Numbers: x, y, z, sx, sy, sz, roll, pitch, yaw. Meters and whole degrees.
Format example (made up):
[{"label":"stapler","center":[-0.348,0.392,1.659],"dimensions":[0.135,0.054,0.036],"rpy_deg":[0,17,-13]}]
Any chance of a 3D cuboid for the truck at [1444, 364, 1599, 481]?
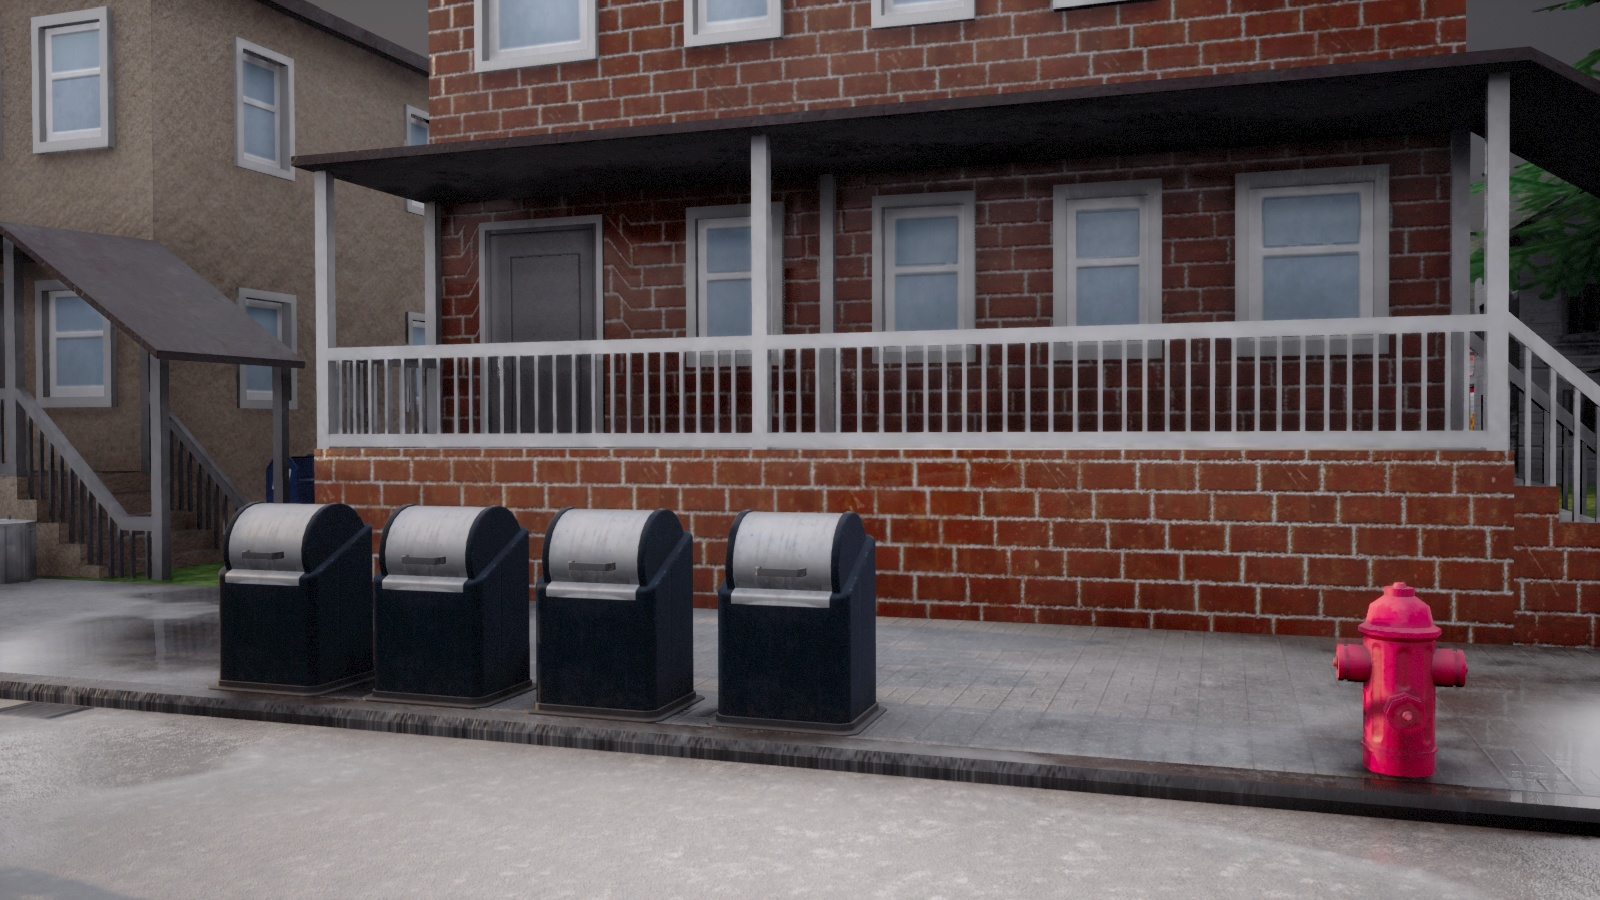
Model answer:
[{"label":"truck","center":[26.759,-0.918,42.503],"dimensions":[8.468,3.827,2.891],"rpy_deg":[1,1,18]}]
